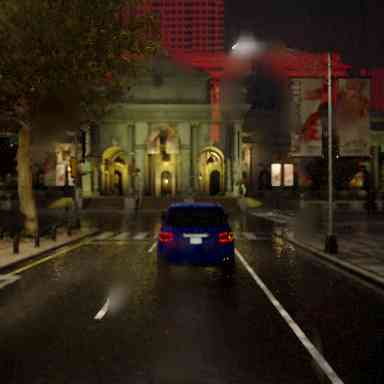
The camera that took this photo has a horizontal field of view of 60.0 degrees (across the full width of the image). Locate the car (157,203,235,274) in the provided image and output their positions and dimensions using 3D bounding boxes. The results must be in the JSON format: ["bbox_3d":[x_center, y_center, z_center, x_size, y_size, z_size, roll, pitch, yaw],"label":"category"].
[{"bbox_3d":[0.110,1.365,11.167,2.150,2.045,5.566,0,-1,0],"label":"car"}]
